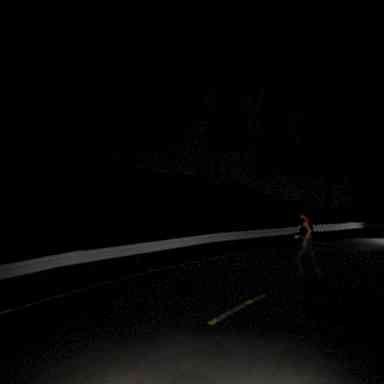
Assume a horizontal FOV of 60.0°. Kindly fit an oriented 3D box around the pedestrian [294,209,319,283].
[{"bbox_3d":[2.861,1.304,8.337,0.375,1.860,0.375,0,0,-43],"label":"pedestrian"}]
